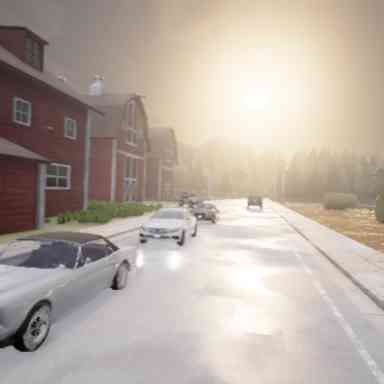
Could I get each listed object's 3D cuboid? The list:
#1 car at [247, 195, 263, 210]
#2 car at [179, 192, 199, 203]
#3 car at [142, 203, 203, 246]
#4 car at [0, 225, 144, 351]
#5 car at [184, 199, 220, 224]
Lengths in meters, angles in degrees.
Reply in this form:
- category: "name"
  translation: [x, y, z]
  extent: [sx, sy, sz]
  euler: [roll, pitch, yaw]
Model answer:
- category: "car"
  translation: [9.120, 1.409, 48.223]
  extent: [2.150, 2.045, 5.566]
  euler: [2, 0, 11]
- category: "car"
  translation: [-0.069, 1.033, 41.463]
  extent: [1.905, 1.878, 3.866]
  euler: [9, -2, -32]
- category: "car"
  translation: [-0.919, 1.453, 15.302]
  extent: [1.812, 1.442, 4.674]
  euler: [2, 0, 11]
- category: "car"
  translation: [-2.678, 1.490, 6.234]
  extent: [1.895, 1.301, 4.718]
  euler: [2, 0, 11]
- category: "car"
  translation: [0.953, 1.532, 25.065]
  extent: [1.994, 1.385, 4.181]
  euler: [2, 0, 11]
